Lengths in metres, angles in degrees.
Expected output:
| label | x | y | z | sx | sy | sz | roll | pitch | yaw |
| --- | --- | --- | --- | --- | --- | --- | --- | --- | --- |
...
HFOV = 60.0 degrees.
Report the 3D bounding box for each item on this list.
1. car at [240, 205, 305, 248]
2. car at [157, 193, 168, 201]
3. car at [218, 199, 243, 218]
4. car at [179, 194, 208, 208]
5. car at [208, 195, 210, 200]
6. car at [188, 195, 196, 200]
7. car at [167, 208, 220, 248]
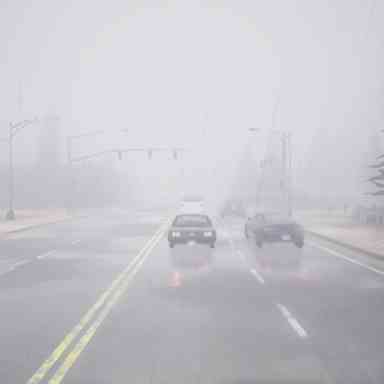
| label | x | y | z | sx | sy | sz | roll | pitch | yaw |
| --- | --- | --- | --- | --- | --- | --- | --- | --- | --- |
| car | 3.500 | 1.531 | 14.650 | 1.812 | 1.442 | 4.674 | 0 | 0 | 0 |
| car | -7.000 | 1.175 | 79.005 | 2.150 | 2.045 | 5.566 | 0 | 0 | 0 |
| car | 3.500 | 1.364 | 29.620 | 2.097 | 1.767 | 4.553 | 0 | 0 | 0 |
| car | 0.000 | 1.256 | 29.680 | 2.150 | 2.045 | 5.566 | 0 | 0 | 0 |
| car | 3.500 | 1.202 | 87.002 | 2.097 | 1.767 | 4.553 | 0 | 0 | 0 |
| car | 0.000 | 1.387 | 87.032 | 2.033 | 1.411 | 5.357 | 0 | 0 | 0 |
| car | 0.000 | 1.614 | 14.680 | 1.895 | 1.301 | 4.718 | 0 | 0 | 0 |
